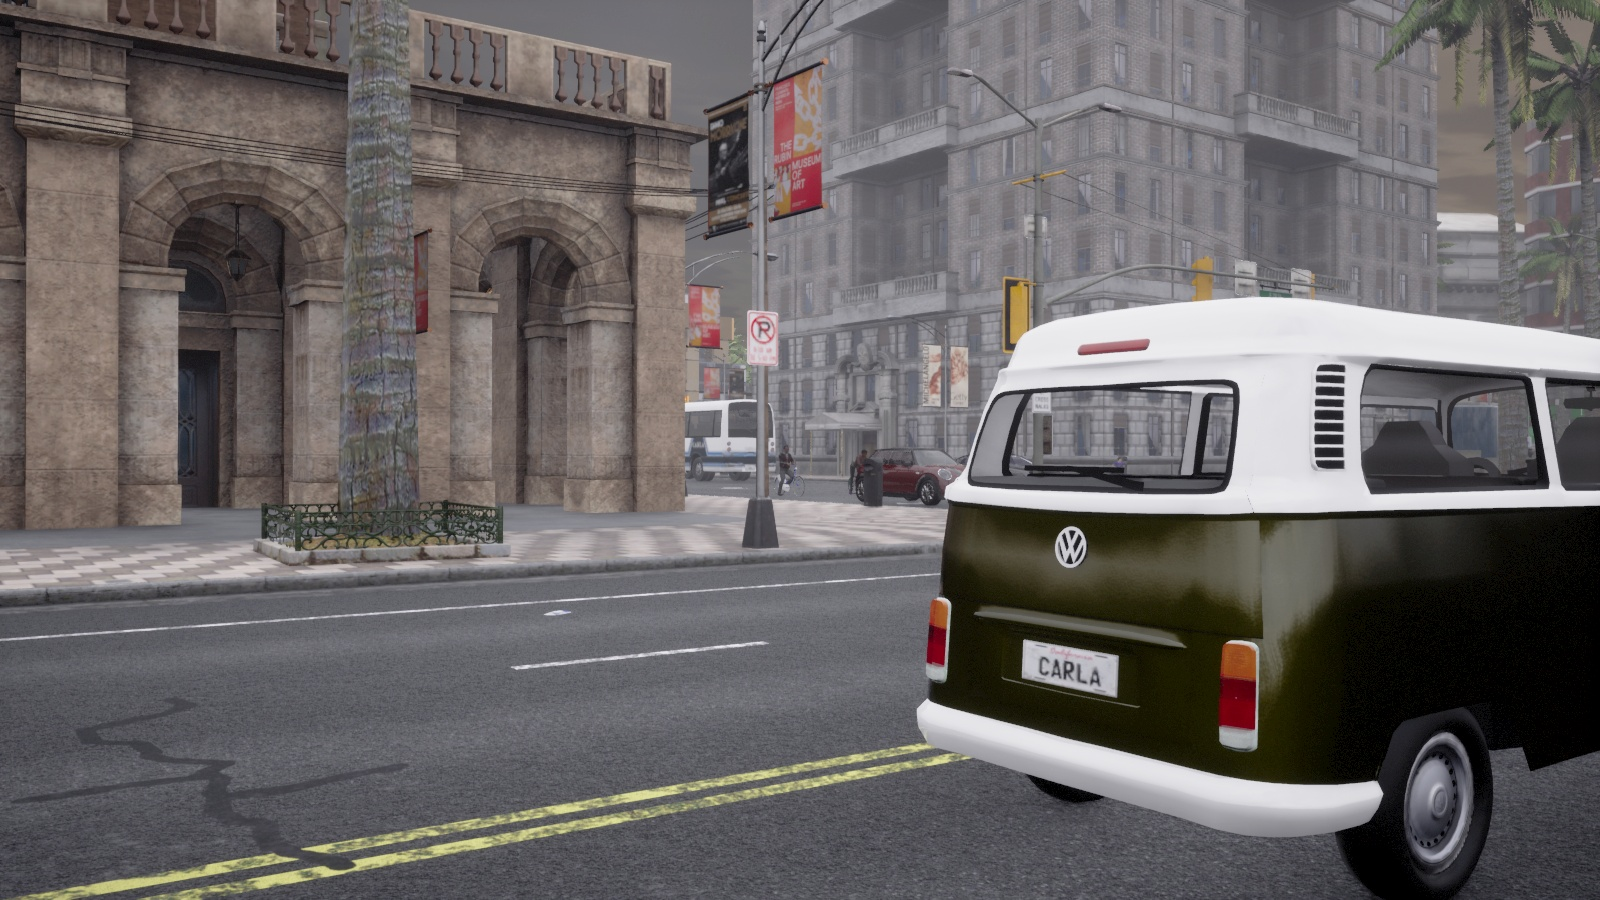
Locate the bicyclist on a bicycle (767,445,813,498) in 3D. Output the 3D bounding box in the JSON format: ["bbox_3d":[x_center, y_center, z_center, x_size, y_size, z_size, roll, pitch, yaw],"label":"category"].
[{"bbox_3d":[-0.353,0.721,42.982,0.659,1.776,1.843,0,0,-35],"label":"bicyclist on a bicycle"}]

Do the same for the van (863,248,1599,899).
[{"bbox_3d":[2.684,0.476,5.517,4.480,2.038,2.069,0,0,-35],"label":"van"}]

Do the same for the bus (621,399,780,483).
[{"bbox_3d":[-5.665,-0.451,68.777,3.944,4.253,10.273,0,0,-36],"label":"bus"}]

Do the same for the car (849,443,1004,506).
[{"bbox_3d":[3.674,0.687,37.230,2.097,1.767,4.553,0,0,-35],"label":"car"}]
